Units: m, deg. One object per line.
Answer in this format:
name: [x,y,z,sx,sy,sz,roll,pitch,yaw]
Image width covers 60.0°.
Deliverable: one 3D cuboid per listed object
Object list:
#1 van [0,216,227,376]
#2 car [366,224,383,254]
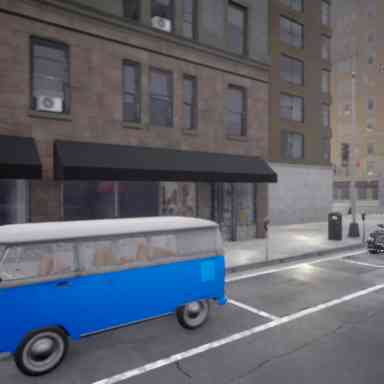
van: [-1.301,1.331,5.260,3.998,1.788,1.690,0,0,-35]
car: [7.919,1.479,11.835,4.403,1.369,2.008,0,0,-35]
